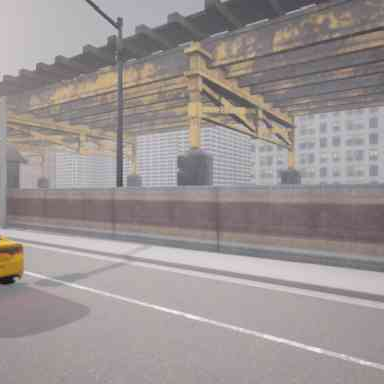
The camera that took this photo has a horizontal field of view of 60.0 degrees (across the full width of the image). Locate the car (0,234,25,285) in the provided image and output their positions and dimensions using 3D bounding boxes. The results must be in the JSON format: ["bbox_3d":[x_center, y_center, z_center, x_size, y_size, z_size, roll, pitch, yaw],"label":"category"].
[{"bbox_3d":[-6.206,1.502,8.376,5.008,1.535,1.882,0,0,36],"label":"car"}]
